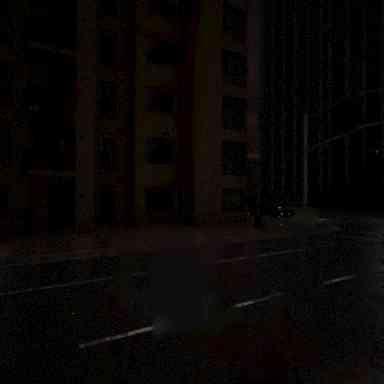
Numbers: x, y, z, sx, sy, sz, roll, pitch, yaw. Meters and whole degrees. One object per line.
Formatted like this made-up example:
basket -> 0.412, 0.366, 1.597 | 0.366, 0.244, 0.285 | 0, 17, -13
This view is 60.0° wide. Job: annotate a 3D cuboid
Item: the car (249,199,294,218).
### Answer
car -> 7.784, 1.532, 32.780 | 2.097, 1.767, 4.553 | 0, 0, -34
